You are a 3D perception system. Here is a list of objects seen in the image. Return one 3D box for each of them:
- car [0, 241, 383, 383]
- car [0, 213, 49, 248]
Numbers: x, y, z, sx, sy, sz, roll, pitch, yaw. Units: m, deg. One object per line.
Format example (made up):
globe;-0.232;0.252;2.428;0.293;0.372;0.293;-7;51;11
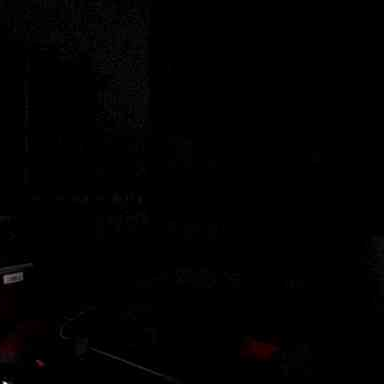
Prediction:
car;-0.066;1.440;3.007;4.097;1.590;1.967;0;0;35
car;-4.500;1.315;6.156;5.009;1.841;2.192;0;0;35
